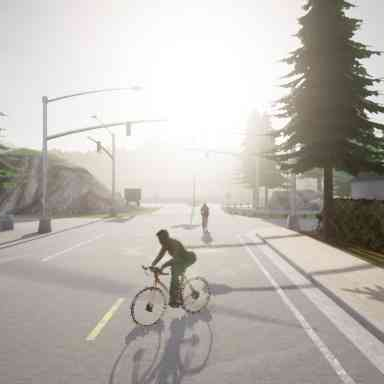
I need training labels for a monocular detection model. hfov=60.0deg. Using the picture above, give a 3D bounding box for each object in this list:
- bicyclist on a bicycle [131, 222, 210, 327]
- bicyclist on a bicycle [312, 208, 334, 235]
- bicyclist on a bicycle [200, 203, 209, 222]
[{"bbox_3d":[-0.352,1.474,5.934,1.656,1.620,0.582,-2,0,-34],"label":"bicyclist on a bicycle"},{"bbox_3d":[6.685,1.458,16.856,1.656,1.620,0.582,3,3,-30],"label":"bicyclist on a bicycle"},{"bbox_3d":[0.760,1.463,19.371,0.582,1.620,1.656,0,-3,-7],"label":"bicyclist on a bicycle"}]
